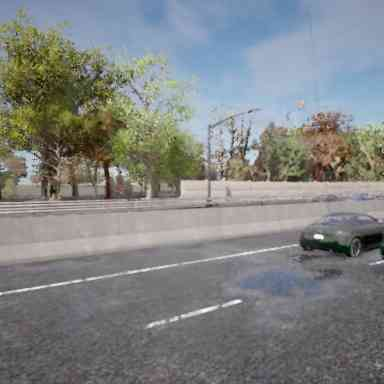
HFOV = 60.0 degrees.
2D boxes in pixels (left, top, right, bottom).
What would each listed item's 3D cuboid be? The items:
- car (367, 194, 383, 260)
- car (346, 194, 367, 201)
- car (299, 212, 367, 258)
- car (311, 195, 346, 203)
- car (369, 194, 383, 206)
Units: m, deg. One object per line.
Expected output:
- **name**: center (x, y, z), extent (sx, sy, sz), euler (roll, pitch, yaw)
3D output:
- **car**: center (7.288, 1.101, 8.972), extent (5.566, 2.045, 2.150), euler (-1, 0, -35)
- **car**: center (23.195, 1.051, 46.331), extent (4.674, 1.442, 1.812), euler (0, 0, -35)
- **car**: center (5.873, 1.437, 12.263), extent (4.181, 1.385, 1.994), euler (-1, 0, -35)
- **car**: center (19.423, 1.093, 47.917), extent (5.357, 1.411, 2.033), euler (-1, 0, -36)
- **car**: center (25.441, 1.030, 43.636), extent (4.892, 1.490, 1.837), euler (0, 0, -35)
